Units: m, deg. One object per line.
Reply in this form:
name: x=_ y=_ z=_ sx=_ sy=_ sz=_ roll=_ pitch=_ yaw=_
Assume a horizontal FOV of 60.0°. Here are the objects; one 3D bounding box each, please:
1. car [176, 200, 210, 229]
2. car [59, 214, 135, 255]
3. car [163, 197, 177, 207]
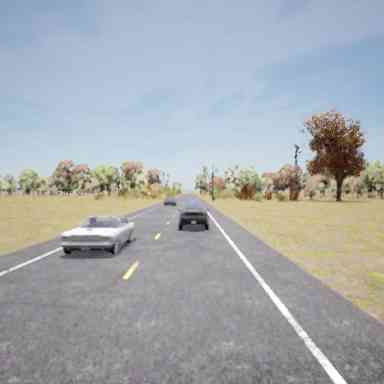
car: x=0.108 y=1.525 z=21.850 sx=1.837 sy=1.490 sz=4.892 roll=0 pitch=0 yaw=0
car: x=-3.596 y=1.614 z=13.442 sx=1.895 sy=1.301 sz=4.718 roll=0 pitch=0 yaw=0
car: x=-3.545 y=1.527 z=54.155 sx=1.882 sy=1.535 sz=5.008 roll=0 pitch=0 yaw=0
